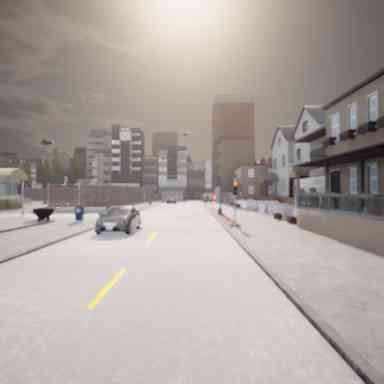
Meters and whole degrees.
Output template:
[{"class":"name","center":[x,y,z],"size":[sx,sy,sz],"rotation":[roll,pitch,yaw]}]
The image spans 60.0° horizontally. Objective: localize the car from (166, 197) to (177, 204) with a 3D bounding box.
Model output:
[{"class":"car","center":[-3.991,1.638,65.507],"size":[2.033,1.411,5.357],"rotation":[0,0,0]}]

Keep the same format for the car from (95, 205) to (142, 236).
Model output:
[{"class":"car","center":[-4.042,1.520,18.832],"size":[2.128,1.511,4.902],"rotation":[0,0,1]}]
